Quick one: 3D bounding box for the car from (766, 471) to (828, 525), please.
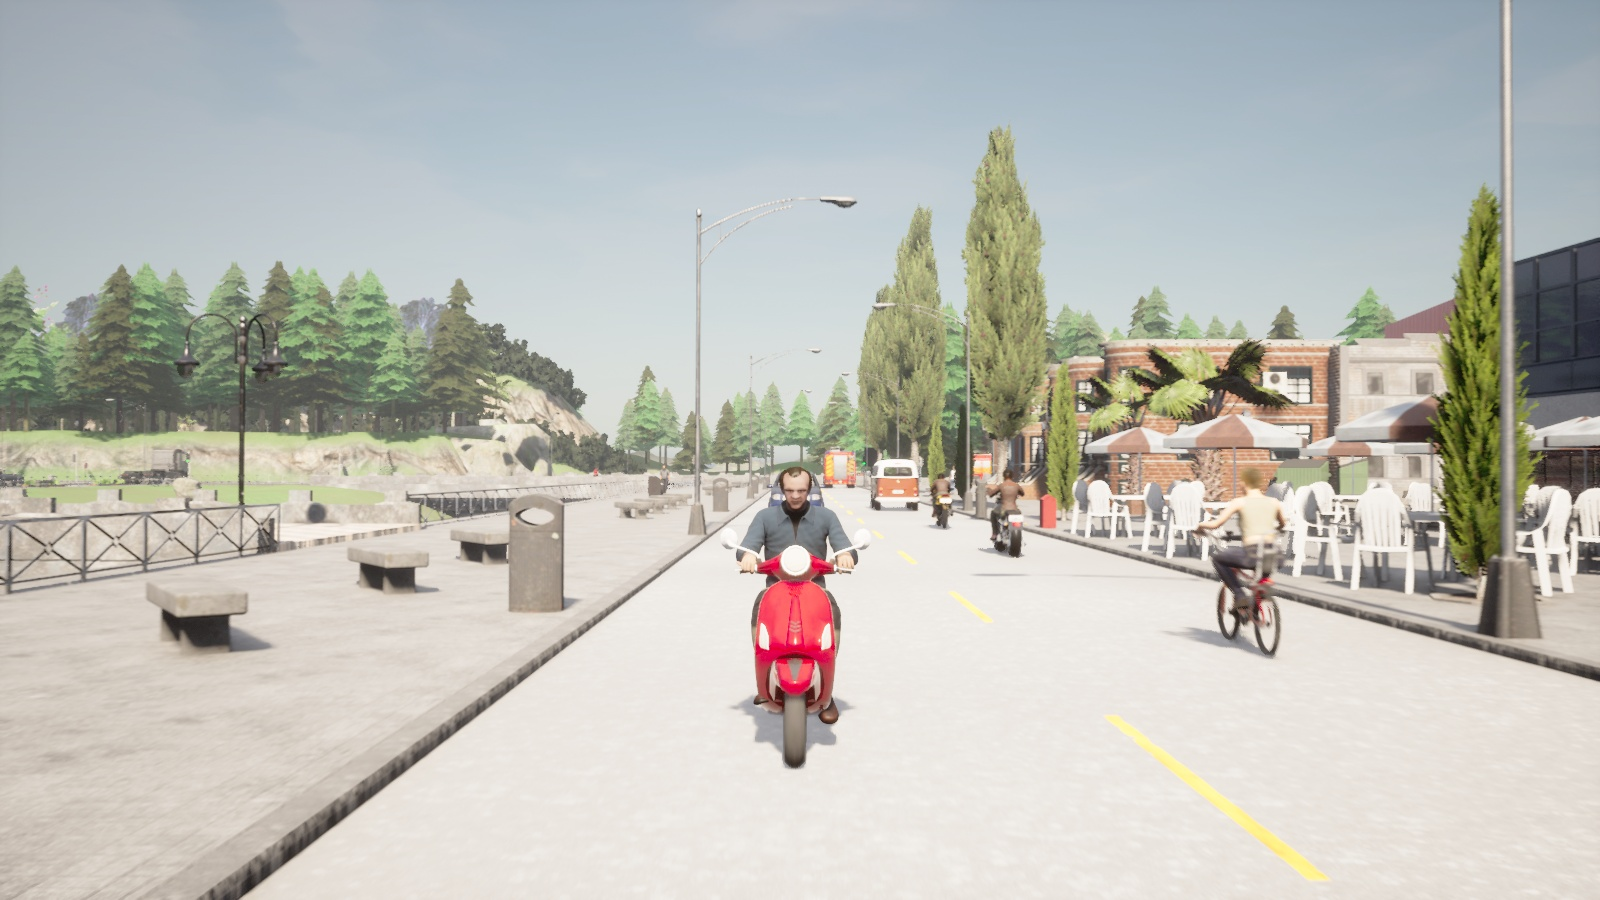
[{"bbox_3d":[-0.099,1.432,38.151,1.789,1.549,3.705,0,-1,0],"label":"car"}]

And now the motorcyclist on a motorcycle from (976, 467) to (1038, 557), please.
[{"bbox_3d":[3.936,1.152,24.055,0.766,1.649,2.350,0,-1,0],"label":"motorcyclist on a motorcycle"}]

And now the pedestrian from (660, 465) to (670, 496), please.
[{"bbox_3d":[-8.144,1.824,75.677,0.540,1.848,0.694,0,-1,1],"label":"pedestrian"}]

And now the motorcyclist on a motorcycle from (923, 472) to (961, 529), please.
[{"bbox_3d":[3.909,1.363,34.765,0.797,1.523,2.044,0,-1,0],"label":"motorcyclist on a motorcycle"}]

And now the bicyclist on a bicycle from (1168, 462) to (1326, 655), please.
[{"bbox_3d":[3.969,0.924,11.286,0.866,1.612,1.509,0,-1,0],"label":"bicyclist on a bicycle"}]

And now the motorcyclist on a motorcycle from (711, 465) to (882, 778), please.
[{"bbox_3d":[-0.020,0.891,7.328,0.866,1.590,1.817,0,-1,0],"label":"motorcyclist on a motorcycle"}]

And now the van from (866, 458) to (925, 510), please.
[{"bbox_3d":[3.864,1.388,51.699,2.069,2.038,4.480,0,-1,0],"label":"van"}]
